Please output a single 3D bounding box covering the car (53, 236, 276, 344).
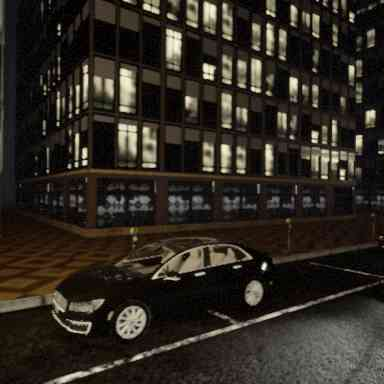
[{"bbox_3d":[-0.278,1.578,6.354,4.403,1.369,2.008,1,0,-35],"label":"car"}]

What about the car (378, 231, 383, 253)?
[{"bbox_3d":[6.531,1.568,7.952,4.902,1.511,2.128,1,0,-35],"label":"car"}]
